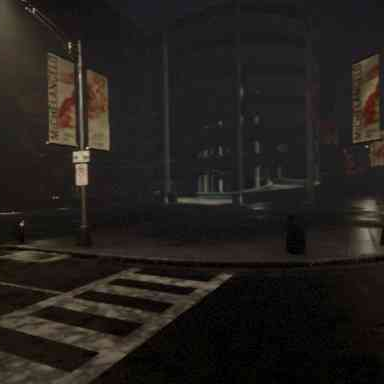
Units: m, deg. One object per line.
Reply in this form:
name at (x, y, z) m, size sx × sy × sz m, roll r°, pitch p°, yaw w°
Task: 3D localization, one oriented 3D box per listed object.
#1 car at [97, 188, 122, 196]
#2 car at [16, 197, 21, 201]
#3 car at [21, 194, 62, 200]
car at (-16.736, 0.182, 66.740) m, size 5.566 × 2.045 × 2.435 m, roll -1°, pitch 1°, yaw 26°
car at (-23.997, 1.031, 49.721) m, size 4.718 × 1.301 × 1.895 m, roll -1°, pitch 1°, yaw 26°
car at (-16.628, 0.960, 37.868) m, size 4.674 × 1.452 × 2.002 m, roll -1°, pitch 1°, yaw 26°
